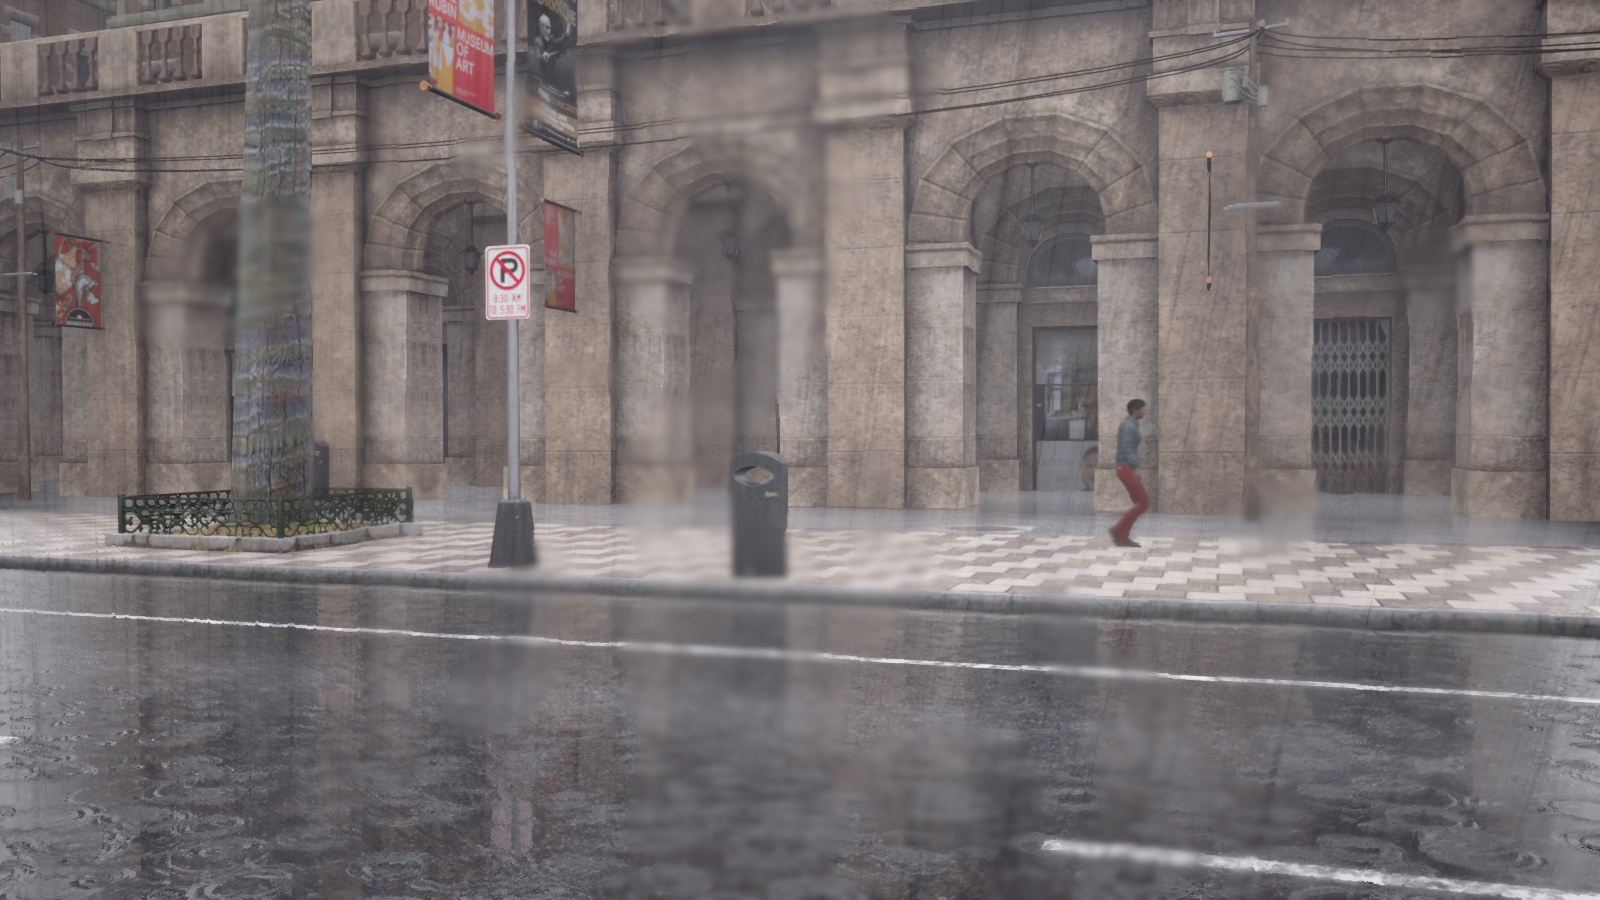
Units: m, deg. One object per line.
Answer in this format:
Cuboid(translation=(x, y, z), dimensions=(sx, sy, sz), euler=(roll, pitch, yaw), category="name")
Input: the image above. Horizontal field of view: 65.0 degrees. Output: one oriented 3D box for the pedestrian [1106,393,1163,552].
Cuboid(translation=(3.966, 0.260, 14.892), dimensions=(0.614, 1.847, 0.353), euler=(1, 1, 18), category="pedestrian")
